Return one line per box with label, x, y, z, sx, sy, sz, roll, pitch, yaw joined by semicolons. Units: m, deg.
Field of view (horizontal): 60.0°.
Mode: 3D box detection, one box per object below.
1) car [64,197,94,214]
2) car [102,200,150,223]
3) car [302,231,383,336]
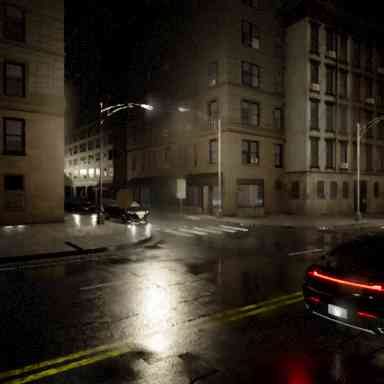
car;-11.090;1.218;32.292;1.882;1.535;5.008;0;1;-37
car;-4.852;1.329;24.035;2.128;1.511;4.902;0;1;-37
car;4.126;1.504;6.264;4.892;1.490;1.837;0;0;-35
